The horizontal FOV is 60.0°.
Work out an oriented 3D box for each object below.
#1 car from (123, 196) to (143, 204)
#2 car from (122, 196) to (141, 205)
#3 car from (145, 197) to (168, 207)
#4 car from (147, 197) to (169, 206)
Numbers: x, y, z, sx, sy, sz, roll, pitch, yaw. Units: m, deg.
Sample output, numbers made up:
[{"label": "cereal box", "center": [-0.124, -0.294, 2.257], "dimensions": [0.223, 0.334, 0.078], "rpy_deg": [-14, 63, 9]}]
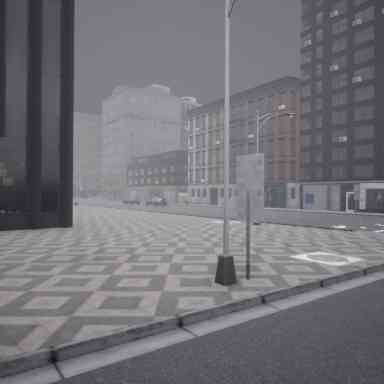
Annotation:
[{"label": "car", "center": [-12.307, 1.641, 68.840], "dimensions": [2.128, 1.511, 4.902], "rpy_deg": [1, 0, -36]}, {"label": "car", "center": [-11.381, 1.714, 61.792], "dimensions": [1.895, 1.301, 4.718], "rpy_deg": [1, 0, -36]}, {"label": "car", "center": [-5.935, 1.625, 54.250], "dimensions": [1.812, 1.442, 4.674], "rpy_deg": [1, 0, -36]}, {"label": "car", "center": [-6.247, 1.640, 60.379], "dimensions": [1.837, 1.490, 4.892], "rpy_deg": [1, 0, -36]}]
